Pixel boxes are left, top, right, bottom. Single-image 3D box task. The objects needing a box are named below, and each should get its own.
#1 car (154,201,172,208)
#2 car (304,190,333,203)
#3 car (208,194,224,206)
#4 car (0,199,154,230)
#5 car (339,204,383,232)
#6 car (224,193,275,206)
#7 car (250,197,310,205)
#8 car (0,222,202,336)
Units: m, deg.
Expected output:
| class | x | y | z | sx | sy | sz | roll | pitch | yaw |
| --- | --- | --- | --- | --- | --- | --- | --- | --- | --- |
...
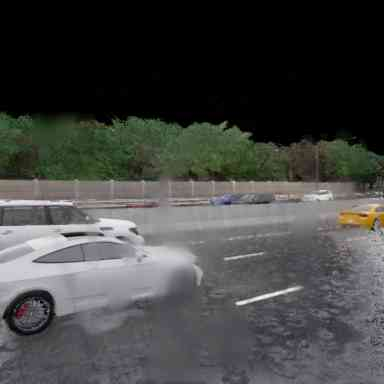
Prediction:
| class | x | y | z | sx | sy | sz | roll | pitch | yaw |
| --- | --- | --- | --- | --- | --- | --- | --- | --- | --- |
| car | -4.598 | 1.587 | 35.061 | 4.718 | 1.301 | 1.895 | 0 | 0 | -35 |
| car | 19.755 | 0.815 | 52.094 | 5.566 | 2.045 | 2.150 | -4 | 2 | -35 |
| car | 4.392 | 1.159 | 37.126 | 5.566 | 2.045 | 2.150 | -1 | 0 | -35 |
| car | -4.131 | 1.220 | 9.396 | 5.566 | 2.045 | 2.150 | 0 | 0 | -35 |
| car | 10.886 | 1.450 | 20.047 | 5.008 | 1.535 | 1.882 | 0 | 0 | -35 |
| car | 6.399 | 1.160 | 34.260 | 5.566 | 2.045 | 2.150 | -1 | 0 | -35 |
| car | 8.317 | 1.487 | 31.331 | 5.357 | 1.411 | 2.033 | -1 | 0 | -35 |
| car | -1.959 | 1.524 | 6.644 | 4.674 | 1.442 | 1.812 | 0 | 0 | -35 |
